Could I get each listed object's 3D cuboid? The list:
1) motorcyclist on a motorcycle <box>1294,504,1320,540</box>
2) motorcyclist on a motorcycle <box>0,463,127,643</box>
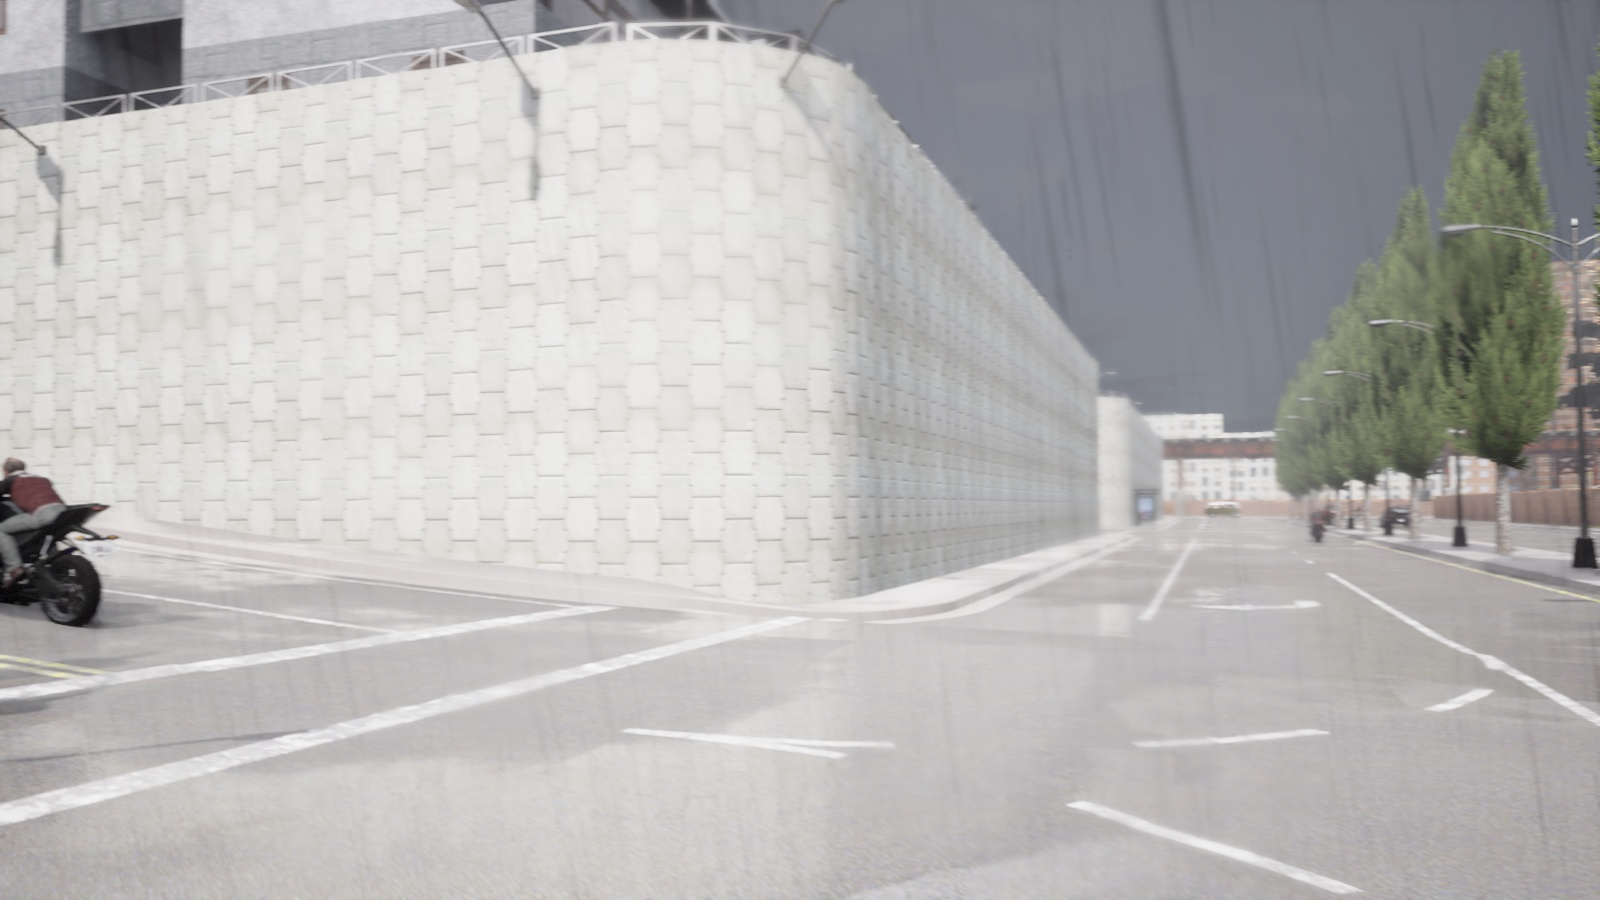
[{"bbox_3d":[22.370,3.162,55.467,0.866,1.530,2.191,-2,-3,18],"label":"motorcyclist on a motorcycle"},{"bbox_3d":[-7.661,0.906,11.944,2.191,1.530,0.866,4,-1,19],"label":"motorcyclist on a motorcycle"}]
